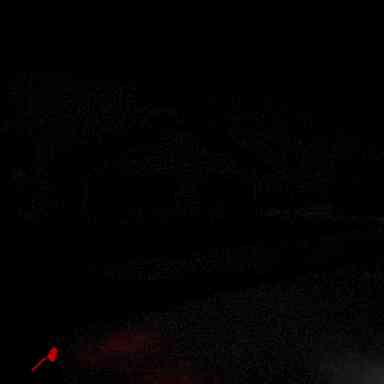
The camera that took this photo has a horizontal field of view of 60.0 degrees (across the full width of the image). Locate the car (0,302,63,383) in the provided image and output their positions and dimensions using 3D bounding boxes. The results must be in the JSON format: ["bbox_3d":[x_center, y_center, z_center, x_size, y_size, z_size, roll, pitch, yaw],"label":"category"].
[{"bbox_3d":[-3.166,1.564,2.353,4.181,1.385,1.994,0,0,-35],"label":"car"}]
